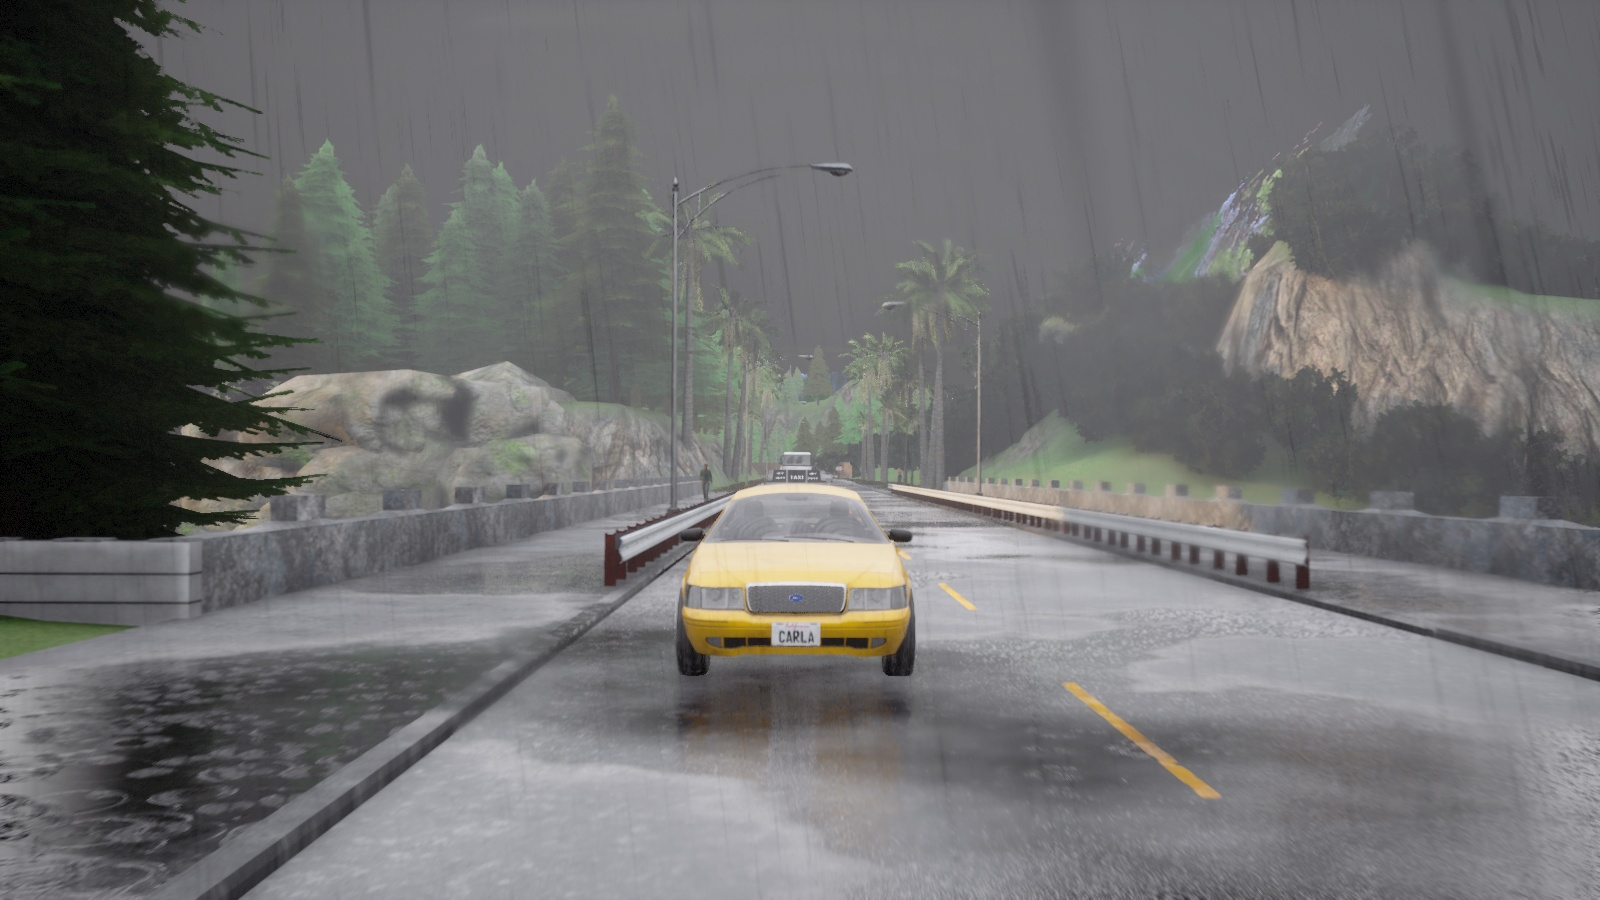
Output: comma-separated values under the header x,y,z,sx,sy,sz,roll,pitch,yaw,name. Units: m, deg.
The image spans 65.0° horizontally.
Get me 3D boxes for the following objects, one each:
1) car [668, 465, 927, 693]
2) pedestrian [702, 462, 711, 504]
x,y,z,sx,sy,sz,roll,pitch,yaw,name
-0.025,0.946,11.412,1.801,1.575,5.366,0,-1,0,car
-4.138,1.473,55.669,0.353,1.847,0.614,0,-1,0,pedestrian
